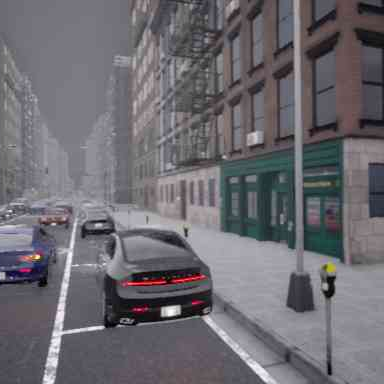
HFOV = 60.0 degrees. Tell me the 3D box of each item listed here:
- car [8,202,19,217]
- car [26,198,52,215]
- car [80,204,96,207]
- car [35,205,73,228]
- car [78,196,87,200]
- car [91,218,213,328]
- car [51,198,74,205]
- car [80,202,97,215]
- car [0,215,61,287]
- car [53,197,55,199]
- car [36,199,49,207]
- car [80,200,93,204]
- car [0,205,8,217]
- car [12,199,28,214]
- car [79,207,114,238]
[{"bbox_3d":[-18.118,1.907,31.464,2.008,1.369,4.403,-1,0,-19],"label":"car"},{"bbox_3d":[-18.275,1.875,40.108,1.882,1.535,5.008,-1,0,-18],"label":"car"},{"bbox_3d":[-7.054,1.764,23.759,1.947,1.339,4.313,-1,0,-19],"label":"car"},{"bbox_3d":[-9.744,1.829,23.797,1.895,1.301,4.718,-1,0,-19],"label":"car"},{"bbox_3d":[-27.640,2.139,84.862,1.967,1.590,4.097,-1,0,-19],"label":"car"},{"bbox_3d":[-1.094,1.551,7.265,1.837,1.490,4.892,-1,0,-19],"label":"car"},{"bbox_3d":[-14.566,1.824,37.793,1.882,1.535,5.008,-1,0,-19],"label":"car"},{"bbox_3d":[-12.238,1.909,39.147,1.802,1.307,4.206,-1,0,-19],"label":"car"},{"bbox_3d":[-4.830,1.624,9.205,1.812,1.442,4.674,-1,0,-19],"label":"car"},{"bbox_3d":[-33.451,2.254,76.976,1.752,1.417,4.829,-1,0,-19],"label":"car"},{"bbox_3d":[-30.022,2.198,66.800,2.008,1.369,4.403,-1,0,-19],"label":"car"},{"bbox_3d":[-10.565,1.811,34.179,1.752,1.417,4.829,-1,0,-19],"label":"car"},{"bbox_3d":[-16.390,1.864,26.334,2.008,1.369,4.403,-1,0,-19],"label":"car"},{"bbox_3d":[-21.576,1.756,41.723,2.192,1.841,5.009,-1,0,-19],"label":"car"},{"bbox_3d":[-5.326,1.719,18.629,1.947,1.339,4.313,-1,0,-19],"label":"car"}]
